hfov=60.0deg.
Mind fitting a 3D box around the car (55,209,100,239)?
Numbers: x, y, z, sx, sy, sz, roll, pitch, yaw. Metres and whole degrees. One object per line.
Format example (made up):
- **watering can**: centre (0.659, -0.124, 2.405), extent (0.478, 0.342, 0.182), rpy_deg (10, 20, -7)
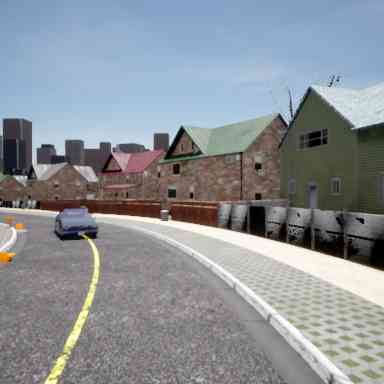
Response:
- **car**: centre (-6.464, 1.644, 18.314), extent (2.033, 1.411, 5.357), rpy_deg (0, 0, -26)
